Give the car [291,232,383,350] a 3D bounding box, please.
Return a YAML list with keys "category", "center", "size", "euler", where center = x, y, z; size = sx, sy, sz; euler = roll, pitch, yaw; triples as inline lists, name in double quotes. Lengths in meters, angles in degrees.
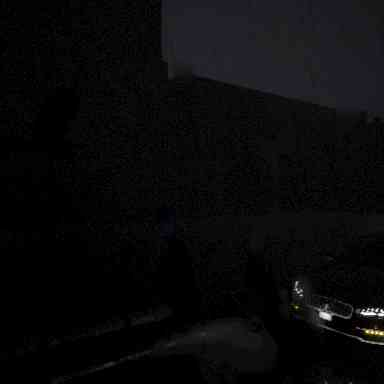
- category: "car"
  center: [3.874, 1.535, 6.135]
  size: [4.892, 1.490, 1.837]
  euler: [1, 0, -35]
